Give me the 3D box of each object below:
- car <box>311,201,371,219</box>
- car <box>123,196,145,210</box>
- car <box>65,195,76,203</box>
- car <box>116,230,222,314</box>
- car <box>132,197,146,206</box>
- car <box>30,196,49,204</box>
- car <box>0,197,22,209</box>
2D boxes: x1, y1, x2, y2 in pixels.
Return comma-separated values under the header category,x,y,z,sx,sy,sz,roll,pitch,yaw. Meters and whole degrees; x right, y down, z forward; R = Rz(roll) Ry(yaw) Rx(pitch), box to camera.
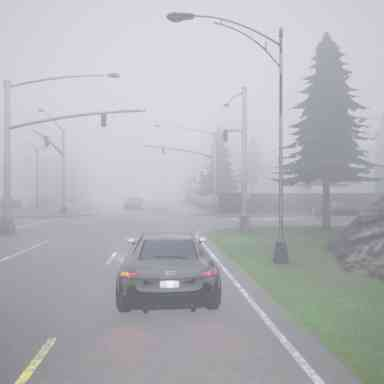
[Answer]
category,x,y,z,sx,sy,sz,roll,pitch,yaw
car,12.682,1.486,28.391,4.902,1.511,2.128,0,0,-7
car,-7.660,1.343,43.125,2.097,1.767,4.553,0,0,-5
car,-23.631,1.359,64.362,1.845,1.501,3.633,0,0,-5
car,-0.567,1.562,7.743,1.994,1.385,4.181,0,0,-5
car,-8.840,1.552,55.473,1.994,1.385,4.181,0,0,-5
car,-25.960,1.371,56.712,1.970,1.475,3.806,0,0,-5
car,-21.376,1.331,38.426,2.007,1.523,4.514,0,0,-5
